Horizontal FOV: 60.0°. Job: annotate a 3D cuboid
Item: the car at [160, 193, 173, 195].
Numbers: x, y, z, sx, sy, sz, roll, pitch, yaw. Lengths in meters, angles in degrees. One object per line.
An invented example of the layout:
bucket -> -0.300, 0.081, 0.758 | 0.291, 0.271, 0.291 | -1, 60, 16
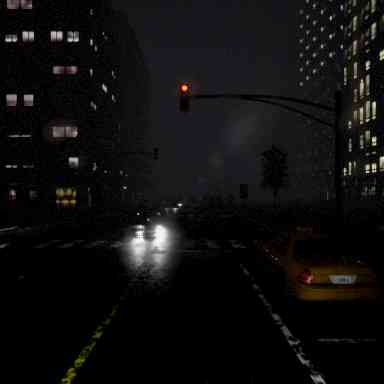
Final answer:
car -> -5.572, 1.497, 68.134 | 1.967, 1.590, 4.097 | 0, 0, 0

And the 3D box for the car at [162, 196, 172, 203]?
car -> -5.562, 1.648, 73.661 | 1.802, 1.307, 4.206 | 0, 0, 0

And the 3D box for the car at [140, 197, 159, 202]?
car -> -5.621, 1.568, 40.501 | 2.008, 1.369, 4.403 | 0, 0, 0

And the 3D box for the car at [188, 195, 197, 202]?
car -> 0.143, 1.603, 79.736 | 2.128, 1.511, 4.902 | 0, 0, 0

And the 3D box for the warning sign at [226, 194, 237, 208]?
warning sign -> 5.151, 1.135, 43.738 | 1.300, 1.860, 1.060 | 0, 0, 0

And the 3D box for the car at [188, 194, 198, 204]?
car -> 0.225, 1.556, 66.277 | 1.837, 1.490, 4.892 | 0, -1, 0

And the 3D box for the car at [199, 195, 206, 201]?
car -> 2.849, 1.625, 90.395 | 1.752, 1.417, 4.829 | 0, 0, 0

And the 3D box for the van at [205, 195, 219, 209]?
van -> 2.768, 1.364, 46.012 | 1.690, 1.788, 3.998 | 0, 0, 0

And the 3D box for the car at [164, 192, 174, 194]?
car -> -5.553, 1.517, 79.187 | 1.967, 1.590, 4.097 | 0, 0, 0

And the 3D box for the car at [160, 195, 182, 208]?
car -> -3.011, 1.573, 48.735 | 2.033, 1.411, 5.357 | 0, 0, 0

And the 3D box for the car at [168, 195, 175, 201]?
car -> -5.532, 1.624, 90.070 | 1.752, 1.417, 4.829 | 0, 0, 0

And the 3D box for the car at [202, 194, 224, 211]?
car -> 2.758, 1.332, 40.486 | 2.192, 1.841, 5.009 | 0, 0, 0

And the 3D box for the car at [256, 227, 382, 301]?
car -> 2.701, 1.526, 8.243 | 1.752, 1.417, 4.829 | 0, 0, 0

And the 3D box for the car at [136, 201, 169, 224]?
car -> -3.059, 1.638, 25.632 | 1.895, 1.301, 4.718 | 0, 0, 0

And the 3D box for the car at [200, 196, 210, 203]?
car -> 2.818, 1.611, 73.645 | 1.887, 1.381, 4.507 | 0, 0, 0

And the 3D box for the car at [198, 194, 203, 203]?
car -> 2.797, 1.362, 62.591 | 2.192, 1.841, 5.009 | 0, 0, 0

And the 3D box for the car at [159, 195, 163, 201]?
car -> -5.591, 1.588, 57.080 | 2.008, 1.369, 4.403 | 0, 0, 0
